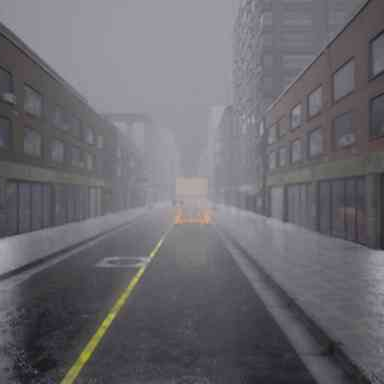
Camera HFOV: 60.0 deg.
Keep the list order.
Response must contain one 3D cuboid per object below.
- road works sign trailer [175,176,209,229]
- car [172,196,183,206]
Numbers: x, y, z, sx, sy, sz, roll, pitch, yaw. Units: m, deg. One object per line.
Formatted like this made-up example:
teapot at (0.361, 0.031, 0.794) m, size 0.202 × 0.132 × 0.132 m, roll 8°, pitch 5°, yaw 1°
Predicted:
road works sign trailer at (-0.002, 0.688, 23.424) m, size 2.380 × 3.560 × 2.880 m, roll 0°, pitch -1°, yaw 0°
car at (-3.008, 1.886, 70.955) m, size 2.150 × 2.045 × 5.566 m, roll 0°, pitch -1°, yaw 0°
